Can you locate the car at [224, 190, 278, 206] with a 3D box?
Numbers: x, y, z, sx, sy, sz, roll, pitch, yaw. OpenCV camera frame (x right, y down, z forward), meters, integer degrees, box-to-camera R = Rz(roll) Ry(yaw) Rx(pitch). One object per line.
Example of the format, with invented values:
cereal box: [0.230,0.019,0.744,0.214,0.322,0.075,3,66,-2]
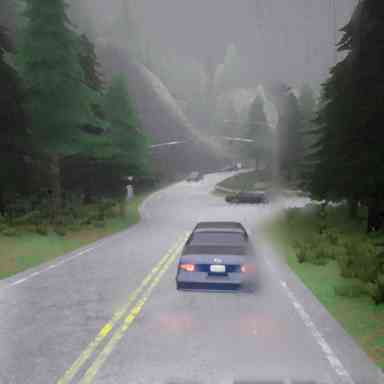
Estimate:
car: [5.470,0.515,30.546,4.718,1.301,1.895,-1,6,22]

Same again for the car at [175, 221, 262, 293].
car: [0.725,1.496,8.878,2.033,1.411,5.357,0,0,5]

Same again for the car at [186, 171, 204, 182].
car: [0.558,-2.577,55.103,1.837,1.490,4.892,2,10,19]

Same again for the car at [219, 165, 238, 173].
car: [7.392,-4.702,67.119,2.128,1.511,4.902,5,11,44]
